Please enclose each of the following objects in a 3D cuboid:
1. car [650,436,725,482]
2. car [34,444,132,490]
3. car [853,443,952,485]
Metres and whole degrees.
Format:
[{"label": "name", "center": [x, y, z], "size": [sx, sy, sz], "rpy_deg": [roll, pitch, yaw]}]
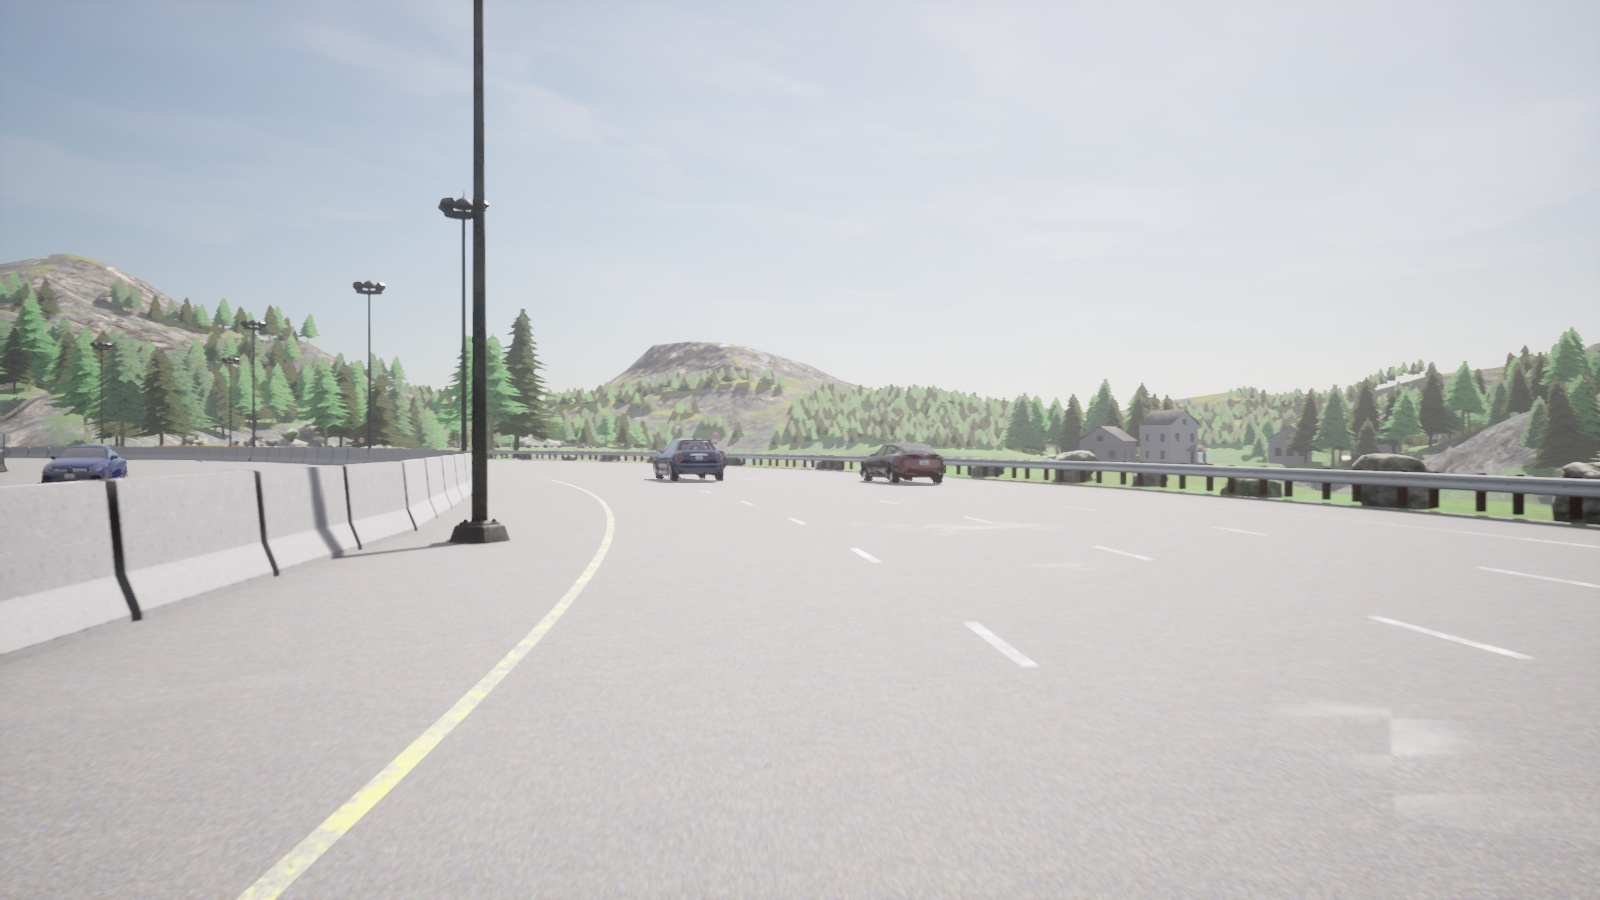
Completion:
[{"label": "car", "center": [-4.597, 0.316, 50.850], "size": [2.097, 1.767, 4.553], "rpy_deg": [0, 0, -18]}, {"label": "car", "center": [-23.746, 0.527, 41.748], "size": [1.812, 1.442, 4.674], "rpy_deg": [0, 0, -17]}, {"label": "car", "center": [3.793, 0.481, 47.328], "size": [2.163, 1.488, 4.792], "rpy_deg": [0, 0, -16]}]
